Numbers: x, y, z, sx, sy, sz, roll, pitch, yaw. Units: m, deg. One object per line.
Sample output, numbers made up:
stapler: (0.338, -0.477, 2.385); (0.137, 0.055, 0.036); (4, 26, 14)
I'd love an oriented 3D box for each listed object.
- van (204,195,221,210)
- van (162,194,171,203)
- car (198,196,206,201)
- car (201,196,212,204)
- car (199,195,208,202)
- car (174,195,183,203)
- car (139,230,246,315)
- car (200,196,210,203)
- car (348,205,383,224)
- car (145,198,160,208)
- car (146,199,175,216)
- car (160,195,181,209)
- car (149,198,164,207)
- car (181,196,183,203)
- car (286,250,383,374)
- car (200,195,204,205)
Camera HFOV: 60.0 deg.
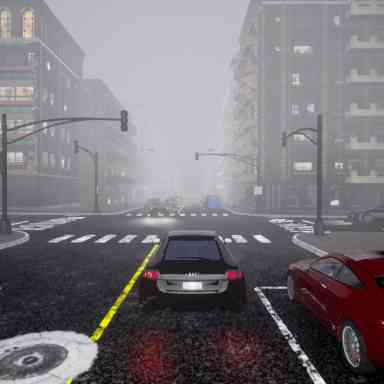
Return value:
van: (2.847, 1.382, 43.228); (1.690, 1.788, 3.998); (-1, 0, 0)
van: (-5.782, 1.479, 76.397); (1.690, 1.788, 3.998); (-1, 0, 0)
car: (2.830, 1.769, 92.895); (1.947, 1.339, 4.313); (-1, 0, 0)
car: (2.735, 1.539, 65.287); (1.967, 1.590, 4.097); (-1, 0, 0)
car: (2.797, 1.598, 81.850); (1.967, 1.590, 4.097); (-1, 0, 0)
car: (-2.938, 1.526, 73.041); (1.882, 1.535, 5.008); (0, 0, 0)
car: (0.009, 1.564, 7.666); (1.994, 1.385, 4.181); (0, 0, 0)
car: (2.741, 1.662, 70.808); (1.887, 1.381, 4.507); (-1, 0, 0)
car: (14.628, 1.727, 26.239); (4.181, 1.385, 1.994); (1, 0, 0)
car: (-5.801, 1.634, 48.782); (1.802, 1.307, 4.206); (-1, 0, 0)
car: (-3.072, 1.626, 33.091); (1.895, 1.301, 4.718); (0, 0, 0)
car: (-3.058, 1.598, 47.631); (2.033, 1.411, 5.357); (0, 0, 0)
car: (-5.797, 1.632, 54.303); (1.947, 1.339, 4.313); (-1, 0, 0)
car: (-3.027, 1.431, 59.139); (2.097, 1.767, 4.553); (0, 0, 0)
car: (2.797, 1.582, 5.326); (1.802, 1.307, 4.206); (0, 0, 0)
car: (2.762, 1.367, 48.725); (2.192, 1.841, 5.009); (-1, 0, 0)
